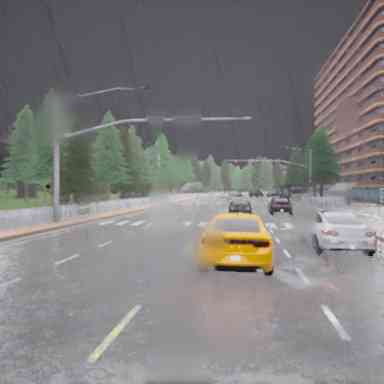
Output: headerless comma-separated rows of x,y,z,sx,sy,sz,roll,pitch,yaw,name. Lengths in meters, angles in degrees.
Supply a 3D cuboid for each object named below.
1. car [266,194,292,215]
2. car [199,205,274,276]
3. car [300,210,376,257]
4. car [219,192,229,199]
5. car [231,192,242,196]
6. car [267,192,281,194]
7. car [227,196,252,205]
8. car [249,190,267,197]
7.941,1.255,30.272,1.837,1.490,4.892,0,1,9,car
1.385,1.376,10.206,1.882,1.535,5.008,0,1,9,car
5.271,1.413,12.437,1.812,1.442,4.674,0,1,9,car
6.735,0.823,70.270,1.812,1.442,4.674,0,1,8,car
11.511,0.681,85.578,1.812,1.442,4.674,0,1,28,car
21.194,0.690,87.620,2.128,1.511,4.902,1,1,38,car
4.218,1.335,29.066,1.895,1.301,4.718,1,0,9,car
16.983,0.375,87.818,2.150,2.045,5.566,1,1,35,car
